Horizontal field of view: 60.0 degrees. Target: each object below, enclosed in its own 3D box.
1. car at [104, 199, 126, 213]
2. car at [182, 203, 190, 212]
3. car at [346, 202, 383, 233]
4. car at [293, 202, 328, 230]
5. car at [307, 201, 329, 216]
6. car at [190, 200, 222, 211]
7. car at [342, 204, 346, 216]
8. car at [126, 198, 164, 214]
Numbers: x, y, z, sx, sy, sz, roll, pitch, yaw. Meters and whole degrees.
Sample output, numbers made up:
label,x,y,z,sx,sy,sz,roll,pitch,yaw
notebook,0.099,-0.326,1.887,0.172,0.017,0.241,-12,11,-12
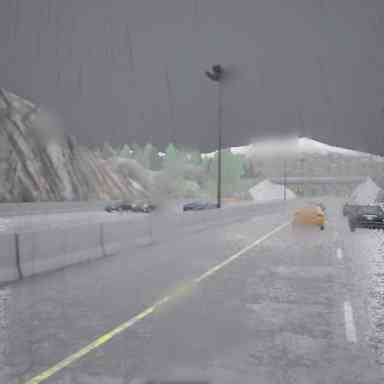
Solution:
label,x,y,z,sx,sy,sz,roll,pitch,yaw
car,-8.212,1.611,38.764,1.837,1.490,4.892,0,0,23
car,0.651,1.766,41.754,2.033,1.411,5.357,0,0,23
car,11.335,1.583,21.526,2.097,1.767,4.553,0,0,24
car,8.248,1.684,23.202,1.882,1.535,5.008,1,0,23
car,14.392,1.841,37.911,2.128,1.511,4.902,1,0,23
car,1.790,1.763,35.461,1.994,1.385,4.181,0,0,23
car,17.576,1.869,36.447,2.128,1.511,4.902,1,0,23
car,-4.933,1.488,37.527,2.097,1.767,4.553,1,0,23
